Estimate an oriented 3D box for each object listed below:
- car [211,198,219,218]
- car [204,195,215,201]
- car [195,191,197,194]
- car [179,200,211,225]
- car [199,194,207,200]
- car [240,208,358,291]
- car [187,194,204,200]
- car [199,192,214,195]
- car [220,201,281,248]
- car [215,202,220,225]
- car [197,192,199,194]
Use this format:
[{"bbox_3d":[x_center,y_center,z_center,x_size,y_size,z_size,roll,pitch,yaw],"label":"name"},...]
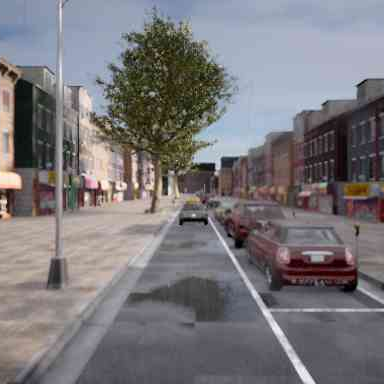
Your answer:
[{"bbox_3d":[2.652,1.450,25.744,1.752,1.417,4.829,1,0,0],"label":"car"},{"bbox_3d":[2.655,1.407,42.198,2.008,1.369,4.403,1,0,0],"label":"car"},{"bbox_3d":[2.666,0.949,86.524,2.192,1.841,5.009,1,0,0],"label":"car"},{"bbox_3d":[0.105,1.496,23.745,1.994,1.385,4.181,0,0,0],"label":"car"},{"bbox_3d":[2.662,1.207,80.984,1.887,1.381,4.507,1,0,0],"label":"car"},{"bbox_3d":[2.649,1.419,8.949,1.967,1.590,4.097,1,0,0],"label":"car"},{"bbox_3d":[0.107,1.340,40.887,1.882,1.535,5.008,0,0,0],"label":"car"},{"bbox_3d":[2.660,1.118,53.279,2.192,1.841,5.009,1,0,0],"label":"car"},{"bbox_3d":[2.651,1.277,14.490,2.192,1.841,5.009,1,0,0],"label":"car"},{"bbox_3d":[2.650,1.510,20.032,1.947,1.339,4.313,1,0,0],"label":"car"},{"bbox_3d":[2.663,1.034,69.902,2.192,1.841,5.009,1,0,0],"label":"car"}]
